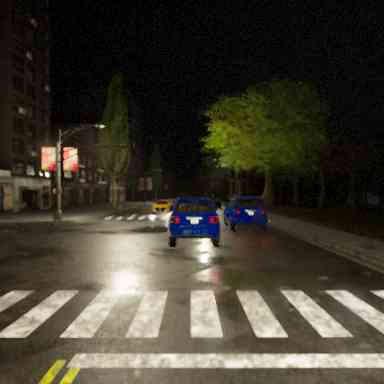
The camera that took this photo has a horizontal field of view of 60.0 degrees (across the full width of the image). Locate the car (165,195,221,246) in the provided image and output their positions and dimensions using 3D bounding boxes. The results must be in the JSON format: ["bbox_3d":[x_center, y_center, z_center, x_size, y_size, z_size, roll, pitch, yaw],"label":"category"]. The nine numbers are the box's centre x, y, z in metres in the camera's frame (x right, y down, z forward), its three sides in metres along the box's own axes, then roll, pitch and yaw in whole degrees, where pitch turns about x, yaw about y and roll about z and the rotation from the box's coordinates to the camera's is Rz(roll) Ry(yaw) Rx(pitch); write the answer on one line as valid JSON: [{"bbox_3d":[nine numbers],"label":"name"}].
[{"bbox_3d":[0.099,1.296,15.914,2.150,2.045,5.566,0,0,0],"label":"car"}]

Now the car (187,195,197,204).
[{"bbox_3d":[-0.005,1.659,78.725,2.150,2.045,5.566,0,0,0],"label":"car"}]

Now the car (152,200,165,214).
[{"bbox_3d":[-3.329,1.656,38.281,1.882,1.535,5.008,0,0,2],"label":"car"}]

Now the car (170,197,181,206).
[{"bbox_3d":[-3.256,1.811,65.167,1.882,1.535,5.008,0,0,0],"label":"car"}]

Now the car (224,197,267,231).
[{"bbox_3d":[3.348,1.323,21.561,2.150,2.045,5.566,0,0,0],"label":"car"}]

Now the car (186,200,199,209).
[{"bbox_3d":[0.096,1.838,49.747,1.895,1.301,4.718,0,0,0],"label":"car"}]

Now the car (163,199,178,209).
[{"bbox_3d":[-3.299,1.800,52.369,2.033,1.411,5.357,0,0,1],"label":"car"}]

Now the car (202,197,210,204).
[{"bbox_3d":[3.245,1.957,78.660,1.812,1.442,4.674,0,0,0],"label":"car"}]

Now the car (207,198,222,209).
[{"bbox_3d":[3.346,1.744,50.086,1.837,1.490,4.892,0,0,0],"label":"car"}]
